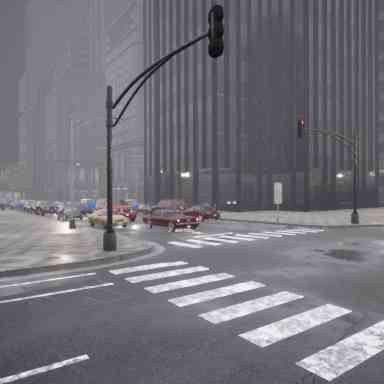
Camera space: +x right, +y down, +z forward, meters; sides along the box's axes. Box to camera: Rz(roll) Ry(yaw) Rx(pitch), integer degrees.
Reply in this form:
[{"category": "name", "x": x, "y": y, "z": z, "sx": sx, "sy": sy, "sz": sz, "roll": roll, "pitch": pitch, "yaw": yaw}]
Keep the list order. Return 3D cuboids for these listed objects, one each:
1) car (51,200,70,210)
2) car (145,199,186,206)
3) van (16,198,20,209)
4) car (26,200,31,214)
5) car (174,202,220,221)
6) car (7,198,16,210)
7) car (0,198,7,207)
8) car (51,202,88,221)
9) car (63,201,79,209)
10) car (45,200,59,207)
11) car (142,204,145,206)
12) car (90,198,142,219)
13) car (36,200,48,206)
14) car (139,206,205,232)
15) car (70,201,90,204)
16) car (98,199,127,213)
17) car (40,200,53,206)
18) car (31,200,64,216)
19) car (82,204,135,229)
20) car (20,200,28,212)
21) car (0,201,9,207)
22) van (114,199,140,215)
[{"category": "car", "x": -22.989, "y": 2.270, "z": 57.995, "sx": 1.882, "sy": 1.535, "sz": 5.008, "roll": 0, "pitch": -1, "yaw": -35}, {"category": "car", "x": -2.312, "y": 1.668, "z": 33.627, "sx": 2.192, "sy": 1.841, "sz": 5.009, "roll": -1, "pitch": 0, "yaw": -35}, {"category": "van", "x": -26.127, "y": 2.122, "z": 52.438, "sx": 1.690, "sy": 1.788, "sz": 3.998, "roll": -1, "pitch": 0, "yaw": -35}, {"category": "car", "x": -20.467, "y": 2.196, "z": 44.469, "sx": 1.887, "sy": 1.381, "sz": 4.507, "roll": -1, "pitch": 0, "yaw": -35}, {"category": "car", "x": 0.633, "y": 1.828, "z": 29.475, "sx": 1.887, "sy": 1.381, "sz": 4.507, "roll": -1, "pitch": 0, "yaw": -35}, {"category": "car", "x": -31.884, "y": 2.353, "z": 60.552, "sx": 1.967, "sy": 1.590, "sz": 4.097, "roll": -1, "pitch": 0, "yaw": -35}, {"category": "car", "x": -41.219, "y": 2.666, "z": 73.708, "sx": 1.887, "sy": 1.381, "sz": 4.507, "roll": -1, "pitch": 0, "yaw": -35}, {"category": "car", "x": -11.983, "y": 2.004, "z": 32.517, "sx": 2.008, "sy": 1.369, "sz": 4.403, "roll": -1, "pitch": 0, "yaw": -35}, {"category": "car", "x": -22.627, "y": 2.406, "z": 62.244, "sx": 1.802, "sy": 1.307, "sz": 4.206, "roll": -1, "pitch": 0, "yaw": -35}, {"category": "car", "x": -31.660, "y": 2.594, "z": 74.970, "sx": 1.947, "sy": 1.339, "sz": 4.313, "roll": -1, "pitch": 0, "yaw": -35}, {"category": "car", "x": -5.246, "y": 2.004, "z": 37.779, "sx": 1.802, "sy": 1.307, "sz": 4.206, "roll": -1, "pitch": 0, "yaw": -35}, {"category": "car", "x": -7.024, "y": 1.598, "z": 30.150, "sx": 2.150, "sy": 2.045, "sz": 5.566, "roll": 0, "pitch": -1, "yaw": -35}, {"category": "car", "x": -37.683, "y": 2.709, "z": 83.455, "sx": 2.008, "sy": 1.369, "sz": 4.403, "roll": -1, "pitch": 0, "yaw": -35}, {"category": "car", "x": -1.472, "y": 1.846, "z": 22.326, "sx": 1.895, "sy": 1.301, "sz": 4.718, "roll": 0, "pitch": -1, "yaw": -35}, {"category": "car", "x": -12.947, "y": 2.063, "z": 38.503, "sx": 2.033, "sy": 1.411, "sz": 5.357, "roll": 0, "pitch": -1, "yaw": -35}, {"category": "car", "x": -11.131, "y": 1.874, "z": 46.082, "sx": 2.192, "sy": 1.841, "sz": 5.009, "roll": -1, "pitch": 0, "yaw": -35}, {"category": "car", "x": -34.672, "y": 2.660, "z": 79.213, "sx": 1.947, "sy": 1.339, "sz": 4.313, "roll": -1, "pitch": 0, "yaw": -35}, {"category": "car", "x": -17.644, "y": 1.900, "z": 40.485, "sx": 2.192, "sy": 1.841, "sz": 5.009, "roll": -1, "pitch": 0, "yaw": -35}, {"category": "car", "x": -6.229, "y": 1.843, "z": 24.410, "sx": 1.752, "sy": 1.417, "sz": 4.829, "roll": -1, "pitch": 0, "yaw": -35}, {"category": "car", "x": -23.297, "y": 2.156, "z": 48.453, "sx": 1.967, "sy": 1.590, "sz": 4.097, "roll": -1, "pitch": 0, "yaw": -35}, {"category": "car", "x": -44.331, "y": 2.770, "z": 78.093, "sx": 1.802, "sy": 1.307, "sz": 4.206, "roll": -1, "pitch": 0, "yaw": -35}, {"category": "van", "x": -8.191, "y": 1.832, "z": 41.931, "sx": 1.690, "sy": 1.788, "sz": 3.998, "roll": -1, "pitch": 0, "yaw": -35}]
